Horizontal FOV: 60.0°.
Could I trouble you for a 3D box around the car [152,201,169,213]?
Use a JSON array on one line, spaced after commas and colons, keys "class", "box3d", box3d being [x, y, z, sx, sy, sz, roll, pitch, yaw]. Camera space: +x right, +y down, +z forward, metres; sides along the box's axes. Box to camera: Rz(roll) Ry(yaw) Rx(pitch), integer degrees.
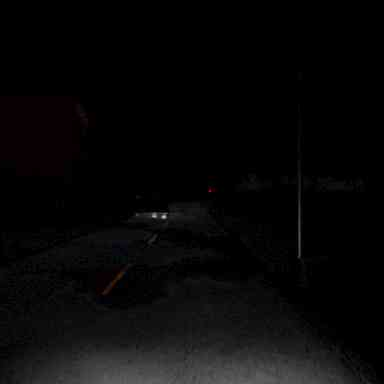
[{"class": "car", "box3d": [-4.015, 1.945, 43.547, 2.033, 1.411, 5.357, 0, -1, 1]}]
